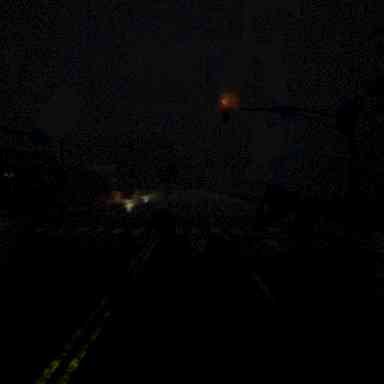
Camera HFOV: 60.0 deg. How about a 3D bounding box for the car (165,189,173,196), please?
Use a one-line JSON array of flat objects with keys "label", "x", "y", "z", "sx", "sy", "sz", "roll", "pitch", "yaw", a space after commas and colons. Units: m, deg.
[{"label": "car", "x": -6.527, "y": 0.062, "z": 94.613, "sx": 2.150, "sy": 2.045, "sz": 5.566, "roll": 0, "pitch": 1, "yaw": 0}]
